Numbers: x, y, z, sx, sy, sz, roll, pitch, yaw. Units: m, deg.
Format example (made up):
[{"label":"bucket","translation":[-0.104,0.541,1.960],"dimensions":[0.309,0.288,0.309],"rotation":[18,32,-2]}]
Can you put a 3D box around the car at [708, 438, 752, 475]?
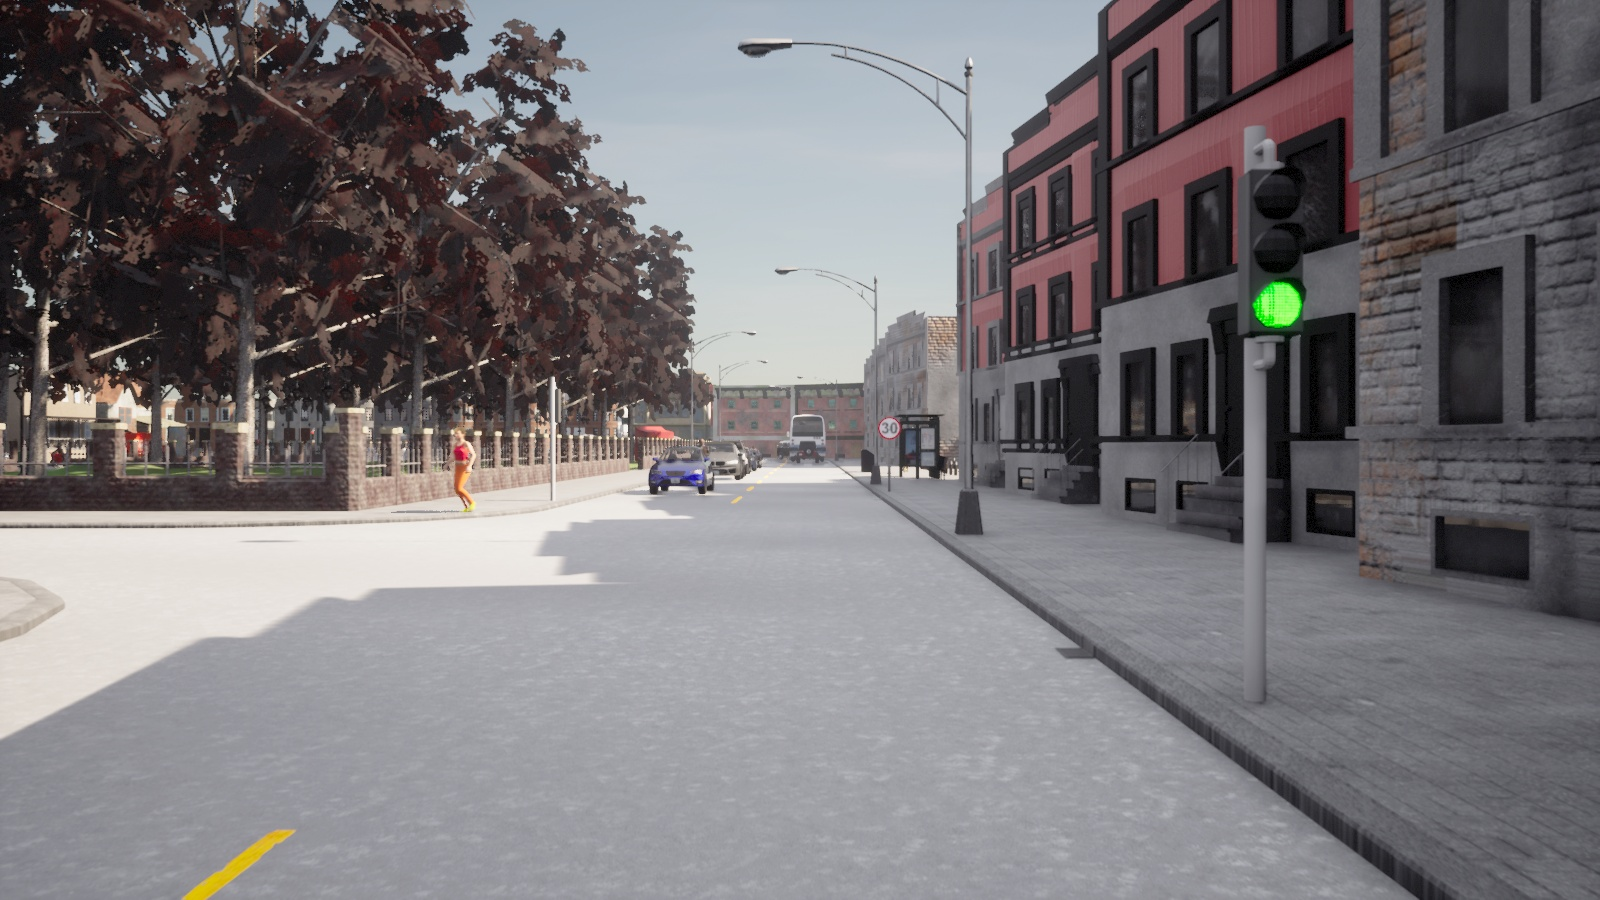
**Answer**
[{"label":"car","translation":[-3.573,0.330,64.837],"dimensions":[1.932,1.855,4.605],"rotation":[0,0,1]}]

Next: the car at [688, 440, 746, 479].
[{"label":"car","translation":[-3.634,0.390,55.745],"dimensions":[2.242,1.667,4.611],"rotation":[0,0,0]}]

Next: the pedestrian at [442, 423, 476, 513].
[{"label":"pedestrian","translation":[-7.032,0.358,25.930],"dimensions":[0.345,1.836,0.594],"rotation":[0,0,36]}]

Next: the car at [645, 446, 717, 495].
[{"label":"car","translation":[-3.722,0.615,39.818],"dimensions":[1.816,1.474,4.193],"rotation":[0,0,1]}]
